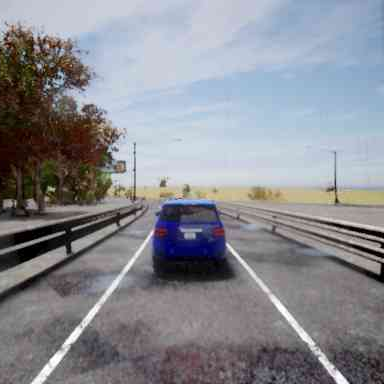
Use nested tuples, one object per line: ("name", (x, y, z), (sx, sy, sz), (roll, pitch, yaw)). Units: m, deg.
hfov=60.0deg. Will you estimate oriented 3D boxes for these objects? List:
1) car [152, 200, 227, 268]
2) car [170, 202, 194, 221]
("car", (-0.121, 1.273, 11.575), (2.150, 2.045, 5.566), (0, 0, -1))
("car", (-1.014, 1.686, 30.164), (2.033, 1.411, 5.357), (0, 0, -4))
